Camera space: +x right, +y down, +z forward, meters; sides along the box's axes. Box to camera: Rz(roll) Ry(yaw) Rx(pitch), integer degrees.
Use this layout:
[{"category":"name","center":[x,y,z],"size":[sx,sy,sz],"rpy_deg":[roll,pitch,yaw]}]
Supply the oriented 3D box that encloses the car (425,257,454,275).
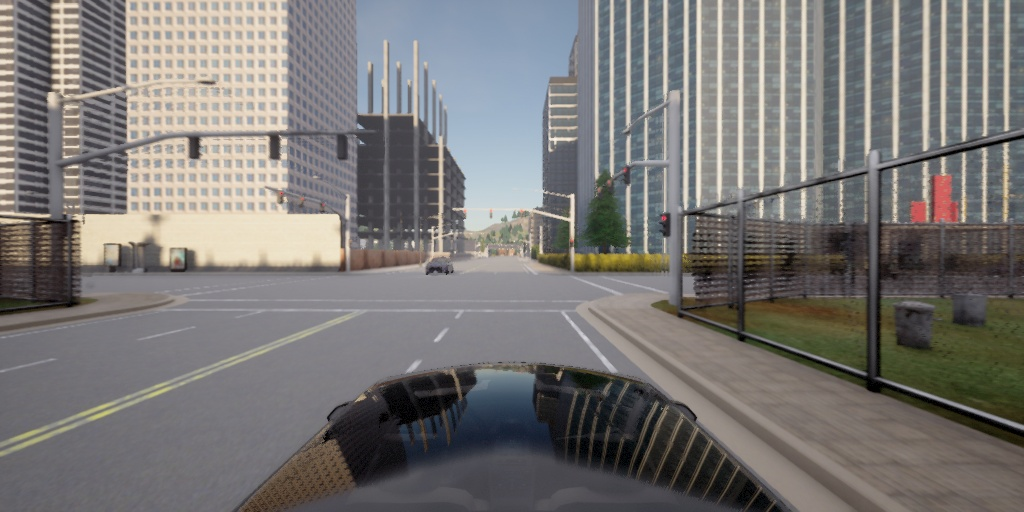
[{"category":"car","center":[-7.012,0.885,35.006],"size":[2.097,1.767,4.553],"rpy_deg":[0,0,0]}]

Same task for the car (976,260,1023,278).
[{"category":"car","center":[42.001,1.081,30.063],"size":[4.674,1.442,1.812],"rpy_deg":[0,0,1]}]
